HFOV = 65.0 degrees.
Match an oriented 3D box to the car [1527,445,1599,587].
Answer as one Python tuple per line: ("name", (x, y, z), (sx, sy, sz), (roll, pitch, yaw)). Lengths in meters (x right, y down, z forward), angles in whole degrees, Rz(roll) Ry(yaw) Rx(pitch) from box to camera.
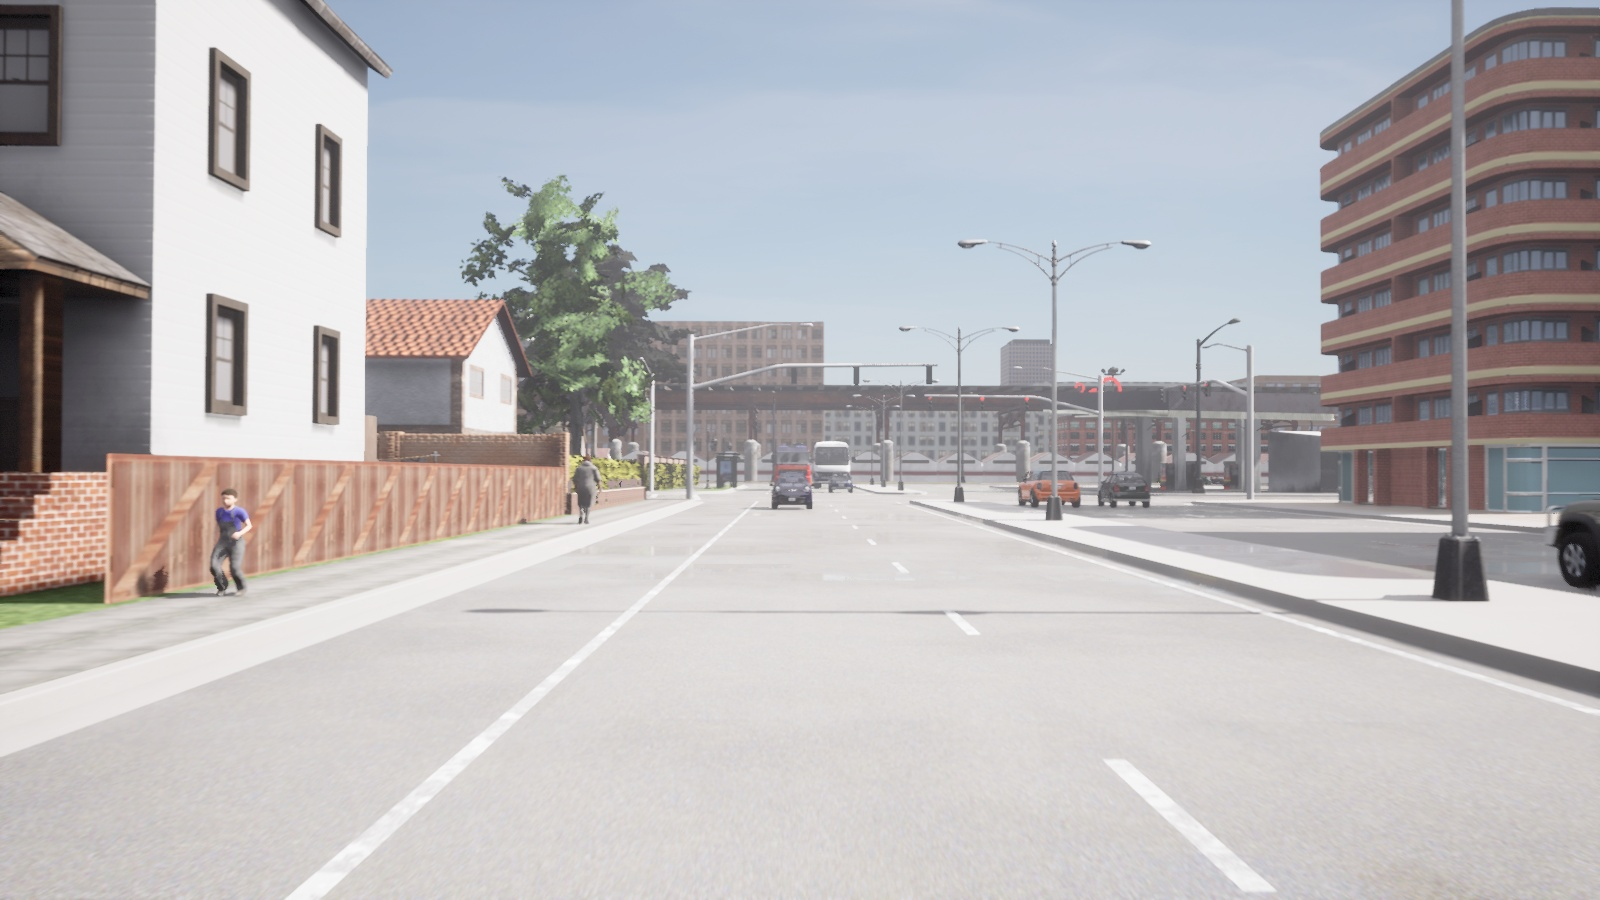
("car", (11.405, 0.848, 15.682), (1.932, 1.855, 4.605), (0, -1, 0))

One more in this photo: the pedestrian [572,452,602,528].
("pedestrian", (-5.583, 1.042, 32.967), (0.659, 1.952, 0.873), (0, -1, -1))

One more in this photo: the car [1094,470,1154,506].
("car", (14.566, 1.681, 56.631), (1.789, 1.549, 3.705), (0, -1, 2))

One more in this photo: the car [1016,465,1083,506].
("car", (11.175, 1.575, 56.635), (2.097, 1.767, 4.553), (0, -1, 0))

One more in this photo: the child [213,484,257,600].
("child", (-6.244, 1.006, 13.888), (0.270, 1.263, 0.437), (0, -1, 1))

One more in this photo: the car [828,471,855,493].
("car", (2.986, 2.304, 91.169), (1.789, 1.549, 3.705), (0, -1, 0))

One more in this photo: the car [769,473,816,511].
("car", (-0.293, 1.688, 51.368), (1.845, 1.501, 3.633), (0, -1, 0))
